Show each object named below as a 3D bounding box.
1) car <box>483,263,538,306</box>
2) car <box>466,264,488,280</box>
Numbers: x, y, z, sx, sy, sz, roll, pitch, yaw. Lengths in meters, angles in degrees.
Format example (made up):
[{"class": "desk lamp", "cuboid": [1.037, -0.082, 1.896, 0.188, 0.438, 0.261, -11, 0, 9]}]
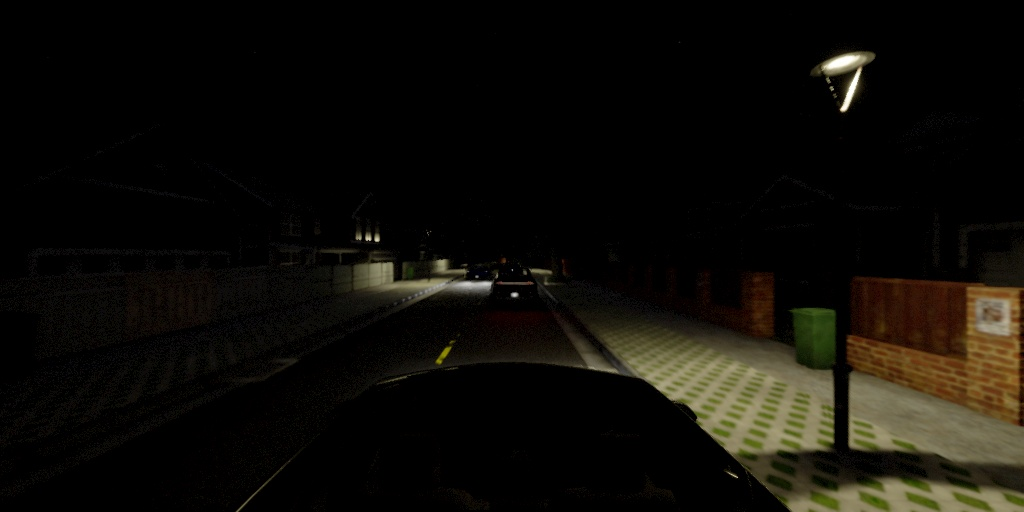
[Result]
[{"class": "car", "cuboid": [0.098, 1.234, 15.757, 2.128, 1.511, 4.902, 0, 0, 0]}, {"class": "car", "cuboid": [-2.754, 1.331, 30.560, 1.895, 1.301, 4.718, 0, 0, 0]}]
